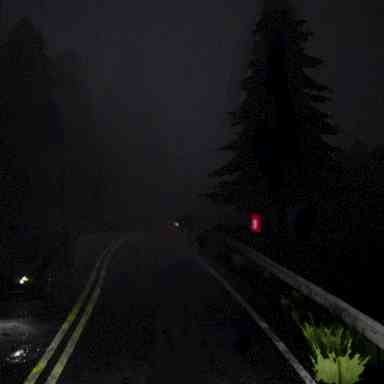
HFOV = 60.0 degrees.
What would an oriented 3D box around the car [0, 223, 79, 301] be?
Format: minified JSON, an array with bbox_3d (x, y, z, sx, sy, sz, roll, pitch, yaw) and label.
[{"bbox_3d":[-4.232,1.550,8.640,2.033,1.411,5.357,1,0,-9],"label":"car"}]

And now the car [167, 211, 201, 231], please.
[{"bbox_3d":[-0.541,2.284,25.900,1.837,1.490,4.892,-2,-6,12],"label":"car"}]

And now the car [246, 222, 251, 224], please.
[{"bbox_3d":[7.921,4.632,41.680,1.837,1.490,4.892,-4,-11,38],"label":"car"}]
